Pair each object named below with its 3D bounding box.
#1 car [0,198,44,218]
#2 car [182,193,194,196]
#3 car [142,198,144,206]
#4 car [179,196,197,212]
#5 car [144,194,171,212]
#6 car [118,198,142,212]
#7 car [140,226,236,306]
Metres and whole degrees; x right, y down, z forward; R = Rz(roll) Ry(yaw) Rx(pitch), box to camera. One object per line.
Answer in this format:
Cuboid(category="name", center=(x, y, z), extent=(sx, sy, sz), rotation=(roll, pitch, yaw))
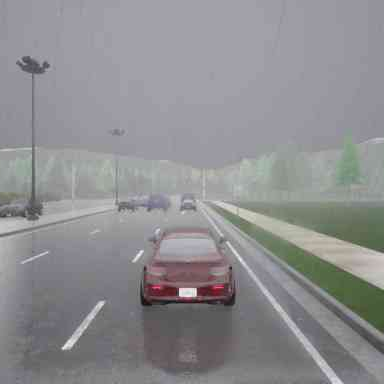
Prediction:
Cuboid(category="car", center=(-15.341, 1.352, 30.153), extent=(2.097, 1.767, 4.553), rotation=(0, 0, -1))
Cuboid(category="car", center=(-0.561, 1.221, 49.341), extent=(2.150, 2.045, 5.566), rotation=(0, 0, -1))
Cuboid(category="car", center=(-7.561, 1.564, 49.478), extent=(1.994, 1.385, 4.181), rotation=(0, 0, -1))
Cuboid(category="car", center=(-0.441, 1.526, 39.275), extent=(1.812, 1.442, 4.674), rotation=(0, 0, -1))
Cuboid(category="car", center=(-3.937, 1.221, 38.902), extent=(2.150, 2.045, 5.566), rotation=(0, 0, -1))
Cuboid(category="car", center=(-7.440, 1.505, 39.129), extent=(1.837, 1.490, 4.892), rotation=(0, 0, -1))
Cuboid(category="car", center=(-0.094, 1.526, 7.899), extent=(1.812, 1.442, 4.674), rotation=(0, 0, -1))
